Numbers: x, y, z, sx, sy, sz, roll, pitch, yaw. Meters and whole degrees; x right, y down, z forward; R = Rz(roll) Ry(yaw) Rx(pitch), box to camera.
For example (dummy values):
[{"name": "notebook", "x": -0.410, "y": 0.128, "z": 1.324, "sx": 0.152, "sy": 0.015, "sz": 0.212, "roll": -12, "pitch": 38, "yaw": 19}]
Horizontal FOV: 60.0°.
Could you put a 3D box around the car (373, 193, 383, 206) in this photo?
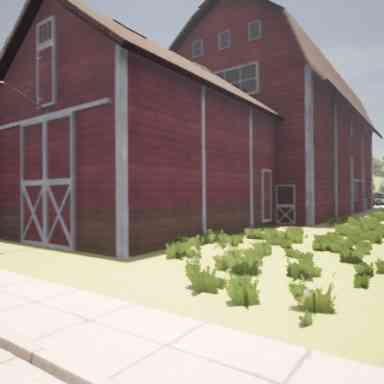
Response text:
[{"name": "car", "x": 27.294, "y": 1.171, "z": 47.963, "sx": 3.866, "sy": 1.878, "sz": 1.905, "roll": 1, "pitch": -6, "yaw": -7}]
